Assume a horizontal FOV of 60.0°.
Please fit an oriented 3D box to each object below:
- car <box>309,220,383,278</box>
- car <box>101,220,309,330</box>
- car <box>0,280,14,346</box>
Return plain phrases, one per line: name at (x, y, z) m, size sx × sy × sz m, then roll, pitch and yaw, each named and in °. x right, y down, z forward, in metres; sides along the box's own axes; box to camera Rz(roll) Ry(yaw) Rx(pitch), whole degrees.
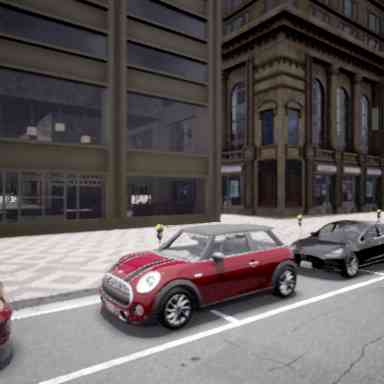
car at (4.809, 1.544, 10.082) m, size 4.313 × 1.339 × 1.947 m, roll 0°, pitch 0°, yaw -36°
car at (0.251, 1.431, 6.826) m, size 4.097 × 1.590 × 1.967 m, roll 0°, pitch 0°, yaw -36°
car at (-4.308, 1.585, 3.571) m, size 4.206 × 1.307 × 1.802 m, roll 0°, pitch 0°, yaw -36°
